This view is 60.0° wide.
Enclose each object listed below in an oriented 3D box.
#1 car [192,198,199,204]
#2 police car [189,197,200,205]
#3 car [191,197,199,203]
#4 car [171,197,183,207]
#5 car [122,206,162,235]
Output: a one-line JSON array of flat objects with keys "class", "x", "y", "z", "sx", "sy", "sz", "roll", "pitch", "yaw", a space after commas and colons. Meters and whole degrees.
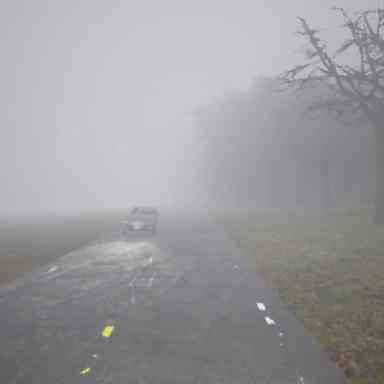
[{"class": "car", "x": 0.859, "y": 2.294, "z": 87.876, "sx": 1.882, "sy": 1.535, "sz": 5.008, "roll": 0, "pitch": -1, "yaw": 0}, {"class": "police car", "x": 0.855, "y": 2.082, "z": 77.984, "sx": 1.930, "sy": 1.638, "sz": 5.238, "roll": 0, "pitch": -1, "yaw": 0}, {"class": "car", "x": 0.860, "y": 2.280, "z": 93.849, "sx": 2.097, "sy": 1.767, "sz": 4.553, "roll": 0, "pitch": -1, "yaw": 0}, {"class": "car", "x": -2.757, "y": 1.811, "z": 61.884, "sx": 2.097, "sy": 1.767, "sz": 4.553, "roll": 0, "pitch": -1, "yaw": 1}, {"class": "car", "x": -2.843, "y": 1.592, "z": 19.690, "sx": 2.128, "sy": 1.511, "sz": 4.902, "roll": 0, "pitch": 0, "yaw": 0}]
